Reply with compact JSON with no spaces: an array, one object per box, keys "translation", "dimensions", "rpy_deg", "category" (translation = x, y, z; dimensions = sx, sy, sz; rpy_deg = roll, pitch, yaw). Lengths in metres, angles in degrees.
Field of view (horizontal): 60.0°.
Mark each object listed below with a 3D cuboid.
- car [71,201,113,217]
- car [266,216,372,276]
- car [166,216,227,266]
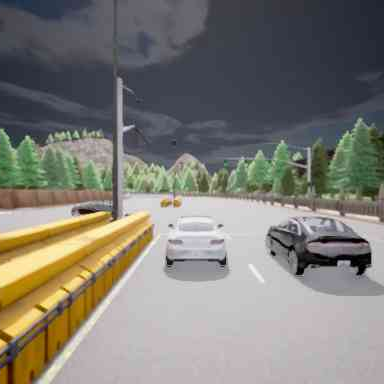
[{"translation":[-8.524,1.505,29.428],"dimensions":[4.902,1.511,2.128],"rpy_deg":[0,0,30],"category":"car"},{"translation":[3.636,1.497,10.367],"dimensions":[2.128,1.511,4.902],"rpy_deg":[0,0,0],"category":"car"},{"translation":[0.130,1.531,11.402],"dimensions":[1.812,1.442,4.674],"rpy_deg":[0,0,0],"category":"car"}]
